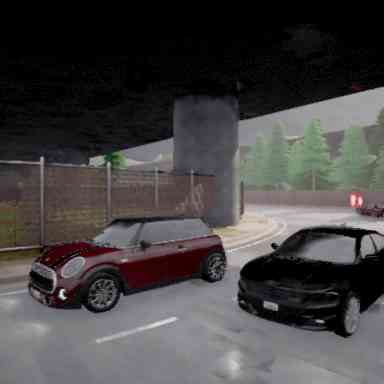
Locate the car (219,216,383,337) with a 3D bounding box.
[{"bbox_3d":[2.908,1.480,6.958,1.882,1.535,5.008,0,0,43],"label":"car"}]

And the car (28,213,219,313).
[{"bbox_3d":[-1.291,1.361,7.861,4.553,1.767,2.097,0,0,-42],"label":"car"}]

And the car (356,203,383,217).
[{"bbox_3d":[15.939,1.600,28.523,1.895,1.301,4.718,0,0,2],"label":"car"}]
